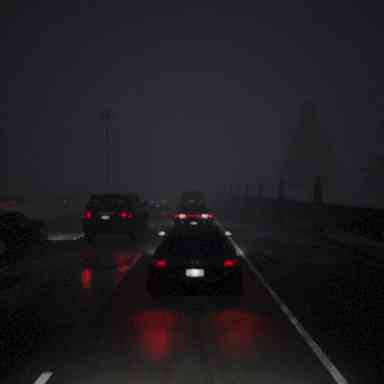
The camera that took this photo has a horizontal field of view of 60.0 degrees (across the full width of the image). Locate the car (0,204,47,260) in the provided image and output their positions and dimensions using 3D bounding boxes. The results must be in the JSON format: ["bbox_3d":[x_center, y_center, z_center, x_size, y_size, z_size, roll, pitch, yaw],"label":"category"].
[{"bbox_3d":[-6.923,1.387,11.913,1.837,1.490,4.892,0,1,0],"label":"car"}]

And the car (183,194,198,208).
[{"bbox_3d":[-0.226,1.043,41.775,1.801,1.575,5.366,0,0,-2],"label":"car"}]

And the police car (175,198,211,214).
[{"bbox_3d":[0.067,1.321,18.096,2.038,1.542,4.974,0,0,0],"label":"police car"}]

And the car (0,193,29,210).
[{"bbox_3d":[-21.204,1.037,38.834,2.097,1.767,4.553,0,1,-2],"label":"car"}]

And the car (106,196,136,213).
[{"bbox_3d":[-7.011,1.217,33.459,2.033,1.411,5.357,0,1,-1],"label":"car"}]

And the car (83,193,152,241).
[{"bbox_3d":[-3.430,1.065,15.824,2.150,2.045,5.566,0,1,0],"label":"car"}]

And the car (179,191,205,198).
[{"bbox_3d":[0.024,0.922,29.990,2.150,2.045,5.566,0,0,0],"label":"car"}]

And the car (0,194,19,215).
[{"bbox_3d":[-17.658,1.060,29.598,2.097,1.767,4.553,0,1,0],"label":"car"}]

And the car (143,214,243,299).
[{"bbox_3d":[0.076,1.481,8.325,1.994,1.385,4.181,0,1,0],"label":"car"}]

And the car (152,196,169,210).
[{"bbox_3d":[-3.582,1.164,36.642,1.812,1.442,4.674,0,1,-1],"label":"car"}]

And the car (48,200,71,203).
[{"bbox_3d":[-14.189,0.988,36.886,2.097,1.767,4.553,0,1,-1],"label":"car"}]
